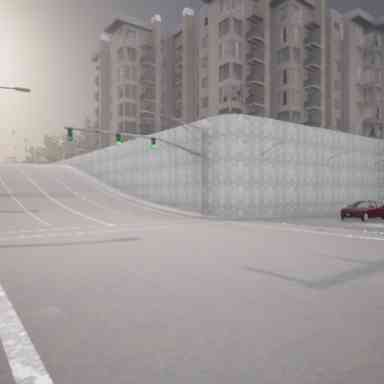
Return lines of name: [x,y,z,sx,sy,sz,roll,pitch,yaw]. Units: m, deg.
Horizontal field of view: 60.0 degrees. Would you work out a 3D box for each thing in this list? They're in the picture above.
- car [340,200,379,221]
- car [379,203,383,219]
car: [13.933,1.450,26.837,5.008,1.535,1.882,0,0,-36]
car: [15.788,1.477,23.871,4.892,1.490,1.837,0,0,-35]
